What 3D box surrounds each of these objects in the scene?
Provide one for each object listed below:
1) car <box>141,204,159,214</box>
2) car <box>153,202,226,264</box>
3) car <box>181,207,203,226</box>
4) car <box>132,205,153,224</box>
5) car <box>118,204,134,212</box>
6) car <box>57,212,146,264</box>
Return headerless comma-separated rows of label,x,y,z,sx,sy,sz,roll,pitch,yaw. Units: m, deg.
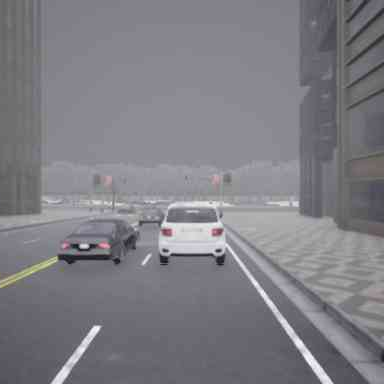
car,-6.491,2.646,51.547,2.033,1.411,5.357,0,-1,0
car,0.013,1.393,12.567,2.150,2.045,5.566,0,-1,0
car,0.034,2.049,28.935,1.812,1.442,4.674,0,-1,1
car,-3.231,2.036,27.536,2.033,1.411,5.357,0,-1,0
car,-9.762,2.532,49.849,1.882,1.535,5.008,0,-2,1
car,-3.237,1.715,12.526,2.033,1.411,5.357,0,-1,0
